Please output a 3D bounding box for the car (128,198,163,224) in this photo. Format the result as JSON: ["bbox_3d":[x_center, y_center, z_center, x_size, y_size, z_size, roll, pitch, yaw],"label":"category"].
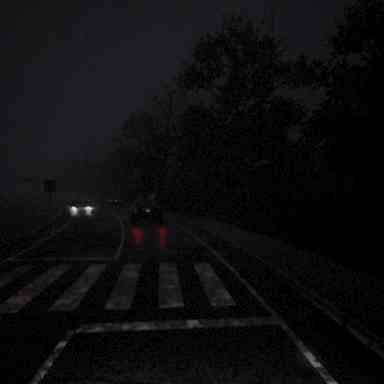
[{"bbox_3d":[-3.443,1.240,23.896,2.097,1.767,4.553,1,1,-15],"label":"car"}]

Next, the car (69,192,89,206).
[{"bbox_3d":[-13.857,0.804,40.737,1.882,1.535,5.008,1,2,-27],"label":"car"}]

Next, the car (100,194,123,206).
[{"bbox_3d":[-10.063,0.984,41.466,2.033,1.411,5.357,1,1,-26],"label":"car"}]
